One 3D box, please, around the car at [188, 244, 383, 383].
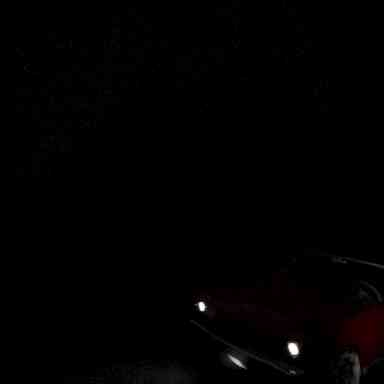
[{"bbox_3d":[2.292,1.570,5.014,4.718,1.301,1.895,0,0,-36],"label":"car"}]
